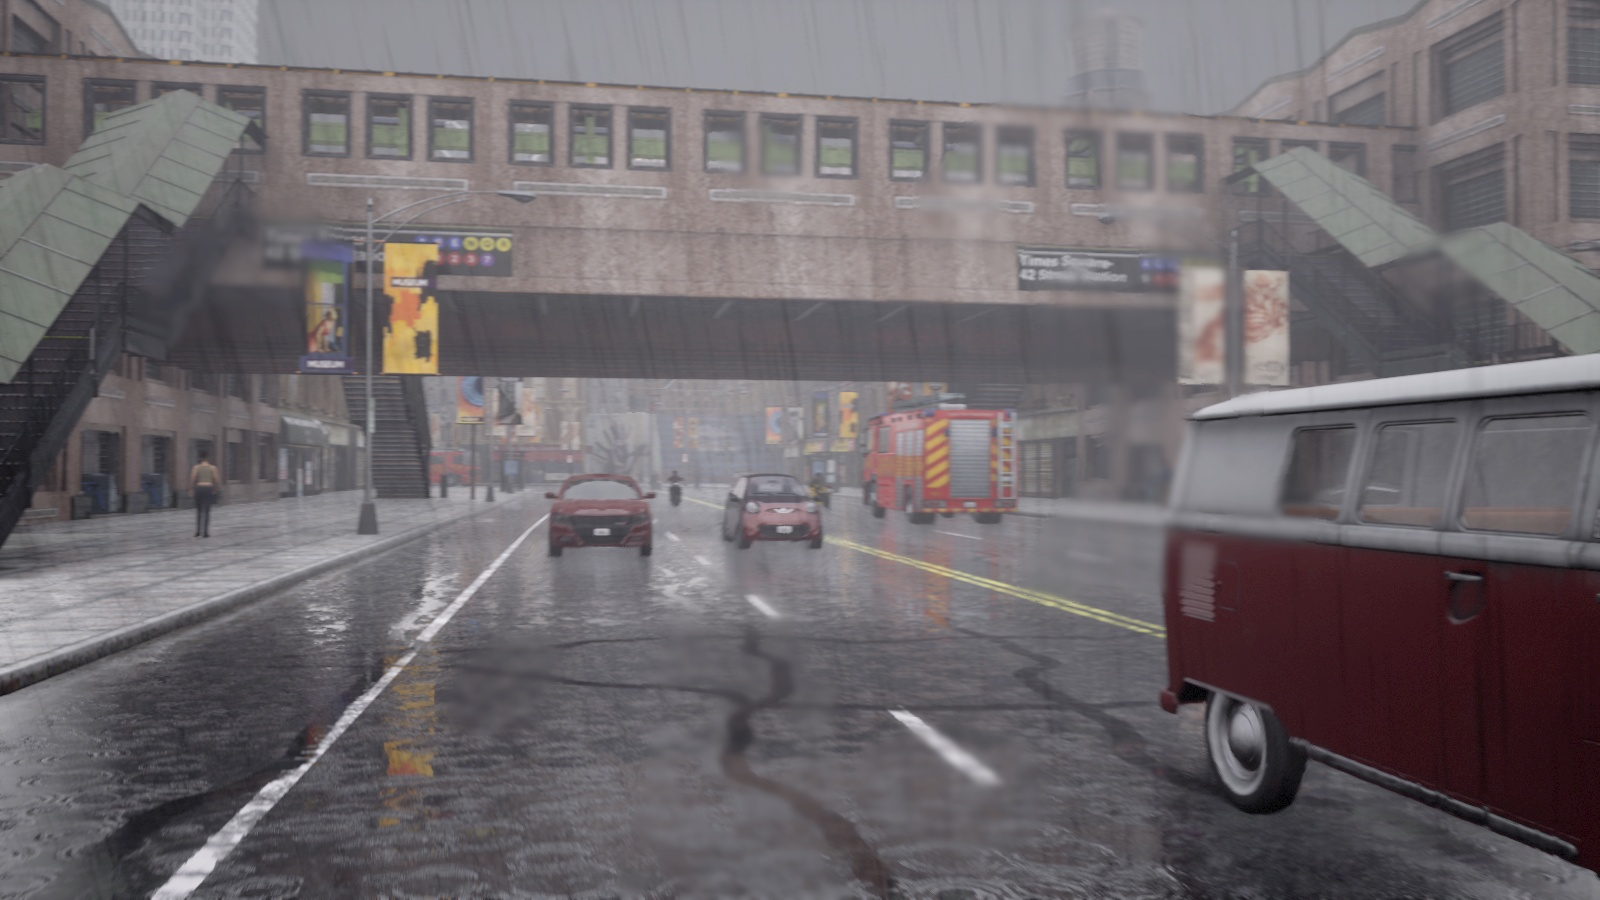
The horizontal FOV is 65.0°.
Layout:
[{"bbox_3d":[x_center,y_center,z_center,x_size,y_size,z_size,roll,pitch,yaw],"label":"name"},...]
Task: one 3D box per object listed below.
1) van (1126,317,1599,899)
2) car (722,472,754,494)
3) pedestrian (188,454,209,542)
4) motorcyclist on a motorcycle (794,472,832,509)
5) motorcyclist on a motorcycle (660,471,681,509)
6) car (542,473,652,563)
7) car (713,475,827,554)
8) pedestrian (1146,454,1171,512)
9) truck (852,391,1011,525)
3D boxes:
[{"bbox_3d":[3.009,0.625,4.680,1.775,1.987,4.442,0,-1,-10],"label":"van"},{"bbox_3d":[-4.406,2.317,88.804,1.789,1.549,3.705,0,-1,-10],"label":"car"},{"bbox_3d":[-12.647,1.002,26.408,0.345,1.836,0.594,0,-1,-22],"label":"pedestrian"},{"bbox_3d":[0.542,1.676,52.489,0.797,1.523,2.044,0,-1,-24],"label":"motorcyclist on a motorcycle"},{"bbox_3d":[-5.810,1.749,56.125,0.766,1.649,2.350,0,-1,-10],"label":"motorcyclist on a motorcycle"},{"bbox_3d":[-3.966,1.229,24.363,1.882,1.535,5.008,0,-1,-10],"label":"car"},{"bbox_3d":[-0.693,1.270,25.972,1.845,1.501,3.633,0,-1,-10],"label":"car"},{"bbox_3d":[12.079,1.100,42.296,0.423,1.949,0.788,0,-1,-16],"label":"pedestrian"},{"bbox_3d":[3.970,0.301,40.317,2.891,3.827,8.468,0,-1,-9],"label":"truck"}]
